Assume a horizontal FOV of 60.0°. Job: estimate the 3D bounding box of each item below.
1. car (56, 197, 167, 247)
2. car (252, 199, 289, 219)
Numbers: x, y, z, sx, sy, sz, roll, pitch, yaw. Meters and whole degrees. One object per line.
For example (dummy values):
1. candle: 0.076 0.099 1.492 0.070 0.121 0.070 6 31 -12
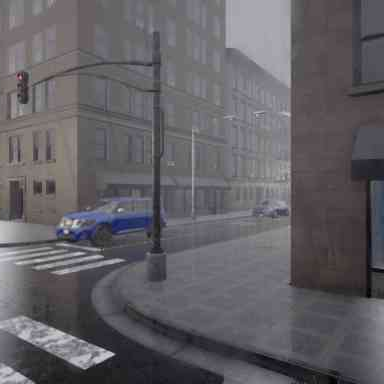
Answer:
1. car: -3.547 1.288 15.852 2.150 2.045 5.566 0 0 35
2. car: 7.414 1.523 31.259 2.097 1.767 4.553 0 0 35
